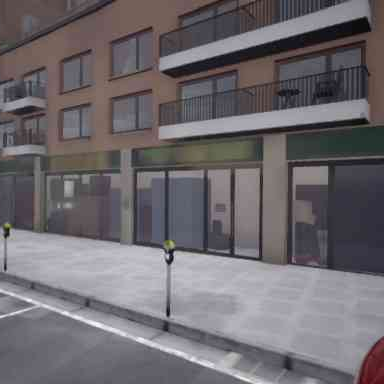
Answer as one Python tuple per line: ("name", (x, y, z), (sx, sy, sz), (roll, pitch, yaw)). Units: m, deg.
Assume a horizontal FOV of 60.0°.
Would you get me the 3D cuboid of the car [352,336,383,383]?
("car", (3.081, 1.314, 0.870), (5.009, 1.841, 2.192), (0, 1, 36))
